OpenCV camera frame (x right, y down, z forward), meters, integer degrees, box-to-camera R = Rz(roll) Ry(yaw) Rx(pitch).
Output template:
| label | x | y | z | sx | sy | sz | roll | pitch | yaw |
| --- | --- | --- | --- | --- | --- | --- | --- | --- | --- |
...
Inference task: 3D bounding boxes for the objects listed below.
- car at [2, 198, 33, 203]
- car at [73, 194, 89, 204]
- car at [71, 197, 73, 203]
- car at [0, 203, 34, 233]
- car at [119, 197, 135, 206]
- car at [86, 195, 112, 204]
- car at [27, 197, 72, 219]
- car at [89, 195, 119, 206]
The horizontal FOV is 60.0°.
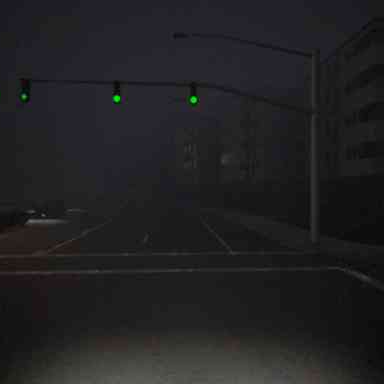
| label | x | y | z | sx | sy | sz | roll | pitch | yaw |
| --- | --- | --- | --- | --- | --- | --- | --- | --- | --- |
| car | -15.864 | 1.428 | 29.344 | 1.812 | 1.442 | 4.674 | 0 | 0 | -12 |
| car | -19.536 | 1.159 | 57.712 | 4.553 | 1.767 | 2.097 | 0 | 0 | 42 |
| car | -16.710 | 1.387 | 42.139 | 1.812 | 1.442 | 4.674 | 0 | 0 | -28 |
| car | -11.280 | 1.546 | 19.352 | 1.895 | 1.301 | 4.718 | 0 | 0 | -4 |
| car | -10.939 | 1.447 | 53.084 | 1.895 | 1.301 | 4.718 | 0 | 0 | -35 |
| car | -16.761 | 1.300 | 59.902 | 4.902 | 1.511 | 2.128 | 0 | 0 | 42 |
| car | -12.218 | 1.461 | 28.950 | 2.033 | 1.411 | 5.357 | 0 | 0 | -10 |
| car | -13.441 | 1.394 | 50.576 | 2.033 | 1.411 | 5.357 | 0 | 0 | -35 |
